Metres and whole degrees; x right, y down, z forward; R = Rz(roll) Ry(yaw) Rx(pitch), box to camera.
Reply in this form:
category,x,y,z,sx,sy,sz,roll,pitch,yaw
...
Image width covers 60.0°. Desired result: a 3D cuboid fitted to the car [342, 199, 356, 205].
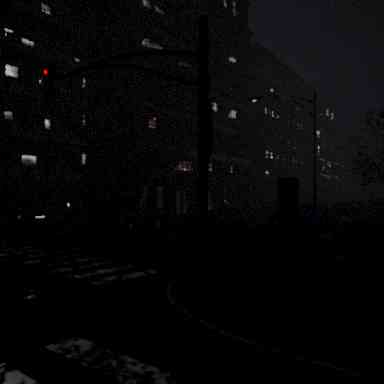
category,x,y,z,sx,sy,sz,roll,pitch,yaw
car,35.775,2.321,75.710,1.947,1.339,4.313,0,-1,37

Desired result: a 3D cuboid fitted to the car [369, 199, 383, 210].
category,x,y,z,sx,sy,sz,roll,pitch,yaw
car,29.339,1.944,52.931,2.192,1.841,5.009,0,-1,37

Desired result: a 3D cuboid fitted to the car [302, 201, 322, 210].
category,x,y,z,sx,sy,sz,roll,pitch,yaw
car,19.315,2.142,53.473,1.802,1.307,4.206,0,-1,37

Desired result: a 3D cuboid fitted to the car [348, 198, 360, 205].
category,x,y,z,sx,sy,sz,roll,pitch,yaw
car,39.067,2.234,80.159,1.967,1.590,4.097,0,-1,37

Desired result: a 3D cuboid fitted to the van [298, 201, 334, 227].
category,x,y,z,sx,sy,sz,roll,pitch,yaw
van,9.587,1.728,26.245,1.690,1.788,3.998,0,-1,37

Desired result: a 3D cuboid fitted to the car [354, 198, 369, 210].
category,x,y,z,sx,sy,sz,roll,pitch,yaw
car,26.043,2.153,52.841,2.033,1.411,5.357,0,0,37

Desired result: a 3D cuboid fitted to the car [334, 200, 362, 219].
category,x,y,z,sx,sy,sz,roll,pitch,yaw
car,16.171,1.909,35.140,1.967,1.590,4.097,0,-1,37

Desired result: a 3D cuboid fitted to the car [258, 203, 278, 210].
category,x,y,z,sx,sy,sz,roll,pitch,yaw
car,9.439,2.022,40.130,1.802,1.307,4.206,0,-1,37

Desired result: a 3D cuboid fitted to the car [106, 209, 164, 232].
category,x,y,z,sx,sy,sz,roll,pitch,yaw
car,-3.729,1.827,22.340,2.008,1.369,4.403,0,-1,37

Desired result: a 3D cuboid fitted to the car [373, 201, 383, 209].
category,x,y,z,sx,sy,sz,roll,pitch,yaw
car,32.630,2.250,57.375,1.802,1.307,4.206,0,-1,37

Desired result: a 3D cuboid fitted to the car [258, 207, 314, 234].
category,x,y,z,sx,sy,sz,roll,pitch,yaw
car,6.295,1.912,21.795,1.947,1.339,4.313,0,-1,37

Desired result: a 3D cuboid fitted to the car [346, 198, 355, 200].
category,x,y,z,sx,sy,sz,roll,pitch,yaw
car,20.059,2.011,44.734,1.882,1.535,5.008,0,0,36

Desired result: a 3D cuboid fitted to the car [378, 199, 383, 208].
category,x,y,z,sx,sy,sz,roll,pitch,yaw
car,35.922,2.148,61.825,1.967,1.590,4.097,0,-1,37

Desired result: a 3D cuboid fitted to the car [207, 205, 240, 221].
category,x,y,z,sx,sy,sz,roll,pitch,yaw
car,2.855,1.903,31.235,1.887,1.381,4.507,0,-1,37

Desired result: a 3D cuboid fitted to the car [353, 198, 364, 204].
category,x,y,z,sx,sy,sz,roll,pitch,yaw
car,42.258,2.356,84.469,1.752,1.417,4.829,0,-1,37
